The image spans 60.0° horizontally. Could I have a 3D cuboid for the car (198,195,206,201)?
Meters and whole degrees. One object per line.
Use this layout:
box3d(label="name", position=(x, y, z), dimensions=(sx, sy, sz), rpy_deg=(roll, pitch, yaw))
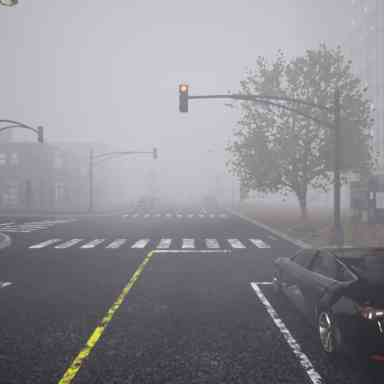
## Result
box3d(label="car", position=(2.614, 1.535, 88.385), dimensions=(1.752, 1.417, 4.829), rpy_deg=(0, 0, 0))

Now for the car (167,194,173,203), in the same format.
box3d(label="car", position=(-5.751, 1.532, 71.382), dimensions=(1.752, 1.417, 4.829), rpy_deg=(0, 0, 0))

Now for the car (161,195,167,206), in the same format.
box3d(label="car", position=(-5.736, 1.555, 54.899), dimensions=(2.008, 1.369, 4.403), rpy_deg=(0, 0, 0))

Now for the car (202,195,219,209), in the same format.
box3d(label="car", position=(2.654, 1.529, 43.977), dimensions=(1.752, 1.417, 4.829), rpy_deg=(0, 0, 0))

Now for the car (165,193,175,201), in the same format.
box3d(label="car", position=(-5.766, 1.324, 88.205), dimensions=(2.192, 1.841, 5.009), rpy_deg=(0, 0, 0))

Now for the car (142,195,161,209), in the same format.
box3d(label="car", position=(-5.725, 1.318, 43.797), dimensions=(2.192, 1.841, 5.009), rpy_deg=(0, 0, 0))

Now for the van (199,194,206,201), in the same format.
box3d(label="van", position=(2.621, 1.349, 82.664), dimensions=(1.690, 1.788, 3.998), rpy_deg=(0, 0, 0))

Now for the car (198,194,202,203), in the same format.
box3d(label="car", position=(2.639, 1.556, 60.460), dimensions=(2.008, 1.369, 4.403), rpy_deg=(0, 0, 0))

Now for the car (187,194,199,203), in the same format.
box3d(label="car", position=(0.030, 1.570, 69.546), dimensions=(1.994, 1.385, 4.181), rpy_deg=(0, 0, 1))

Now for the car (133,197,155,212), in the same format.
box3d(label="car", position=(-5.721, 1.585, 38.246), dimensions=(1.802, 1.307, 4.206), rpy_deg=(0, 0, 0))

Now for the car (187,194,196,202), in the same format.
box3d(label="car", position=(-0.070, 1.363, 79.465), dimensions=(2.097, 1.767, 4.553), rpy_deg=(0, 0, 0))

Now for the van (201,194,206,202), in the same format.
box3d(label="van", position=(2.650, 1.345, 49.359), dimensions=(1.690, 1.788, 3.998), rpy_deg=(0, 0, 0))

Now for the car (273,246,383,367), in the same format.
box3d(label="car", position=(2.689, 1.566, 5.778), dimensions=(1.947, 1.339, 4.313), rpy_deg=(0, 0, 0))

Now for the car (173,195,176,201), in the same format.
box3d(label="car", position=(-5.761, 1.559, 82.654), dimensions=(2.008, 1.369, 4.403), rpy_deg=(0, 0, 0))

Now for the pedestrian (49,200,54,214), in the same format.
box3d(label="pedestrian", position=(-12.776, 1.319, 30.243), dimensions=(0.375, 1.300, 0.375), rpy_deg=(0, -1, -1))
